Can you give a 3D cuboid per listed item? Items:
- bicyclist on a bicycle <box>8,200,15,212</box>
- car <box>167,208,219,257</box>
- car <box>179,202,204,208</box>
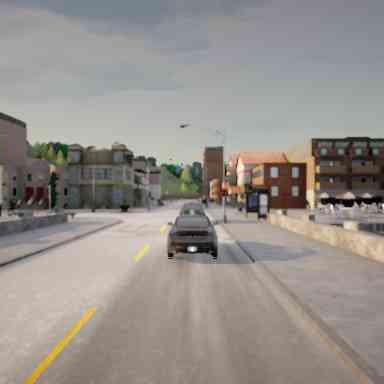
[{"bbox_3d":[-23.985,1.823,44.137,0.582,1.620,1.656,0,0,0],"label":"bicyclist on a bicycle"},{"bbox_3d":[0.032,1.653,13.504,1.837,1.490,4.892,0,0,1],"label":"car"},{"bbox_3d":[-0.037,1.657,28.409,2.097,1.767,4.553,0,-1,-1],"label":"car"}]
